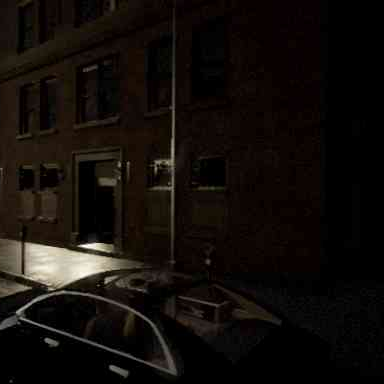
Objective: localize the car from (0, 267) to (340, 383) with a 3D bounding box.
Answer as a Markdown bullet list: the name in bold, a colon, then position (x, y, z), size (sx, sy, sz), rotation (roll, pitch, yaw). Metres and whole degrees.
- **car**: position (-0.791, 1.539, 3.641), size (4.403, 1.369, 2.008), rotation (0, 0, 35)
